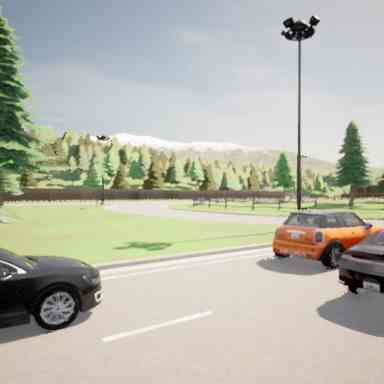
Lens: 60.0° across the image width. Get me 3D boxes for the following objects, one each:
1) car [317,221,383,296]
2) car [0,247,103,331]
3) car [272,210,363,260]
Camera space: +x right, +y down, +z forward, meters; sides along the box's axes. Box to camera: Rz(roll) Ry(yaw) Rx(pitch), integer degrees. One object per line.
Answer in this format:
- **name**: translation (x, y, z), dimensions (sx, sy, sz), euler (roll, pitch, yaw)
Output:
- **car**: translation (5.287, 1.536, 7.530), dimensions (4.902, 1.511, 2.128), euler (0, 0, -35)
- **car**: translation (-3.898, 1.504, 5.265), dimensions (4.892, 1.490, 1.837), euler (0, 0, -36)
- **car**: translation (4.947, 1.406, 11.581), dimensions (4.553, 1.767, 2.097), euler (0, 0, -35)
